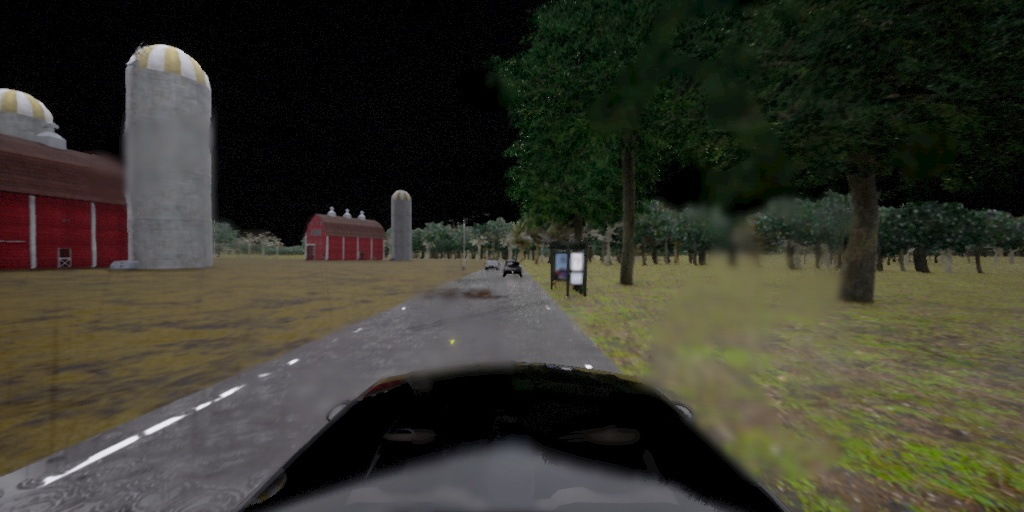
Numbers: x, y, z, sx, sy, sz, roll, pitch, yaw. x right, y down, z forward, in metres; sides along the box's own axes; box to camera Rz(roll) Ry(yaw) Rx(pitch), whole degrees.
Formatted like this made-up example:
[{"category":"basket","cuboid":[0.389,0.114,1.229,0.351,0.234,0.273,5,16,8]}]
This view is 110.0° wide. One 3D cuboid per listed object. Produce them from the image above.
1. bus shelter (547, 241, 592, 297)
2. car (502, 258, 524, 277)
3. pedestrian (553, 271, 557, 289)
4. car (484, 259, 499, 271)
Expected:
[{"category":"bus shelter","cuboid":[3.134,0.616,19.865,1.920,2.740,3.880,0,0,0]},{"category":"car","cuboid":[0.070,1.245,35.625,1.837,1.490,4.892,0,0,0]},{"category":"pedestrian","cuboid":[2.681,1.429,21.680,0.500,1.100,0.500,-1,1,-5]},{"category":"car","cuboid":[-2.800,1.254,50.266,1.837,1.490,4.892,0,0,0]}]
